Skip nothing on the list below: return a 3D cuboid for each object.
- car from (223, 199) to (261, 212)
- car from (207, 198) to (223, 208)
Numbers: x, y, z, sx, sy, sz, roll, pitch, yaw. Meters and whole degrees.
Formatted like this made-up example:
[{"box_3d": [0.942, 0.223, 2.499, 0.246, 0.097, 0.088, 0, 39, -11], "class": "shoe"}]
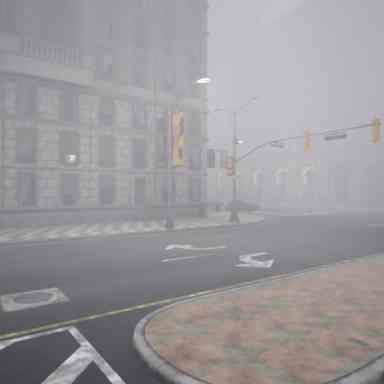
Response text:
[{"box_3d": [6.033, 1.564, 39.107, 1.994, 1.385, 4.181, 0, 0, -36], "class": "car"}, {"box_3d": [2.654, 1.547, 49.846, 2.033, 1.411, 5.357, 0, 0, -35], "class": "car"}]
